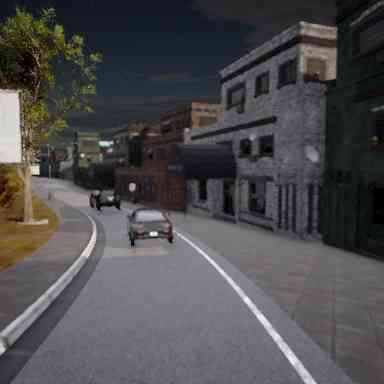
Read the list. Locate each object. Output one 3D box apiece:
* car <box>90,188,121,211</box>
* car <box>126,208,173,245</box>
[{"bbox_3d":[-8.639,0.661,32.863,2.150,2.045,5.566,-2,3,-27],"label":"car"},{"bbox_3d":[-2.026,1.451,15.330,1.812,1.442,4.674,-1,1,-13],"label":"car"}]
